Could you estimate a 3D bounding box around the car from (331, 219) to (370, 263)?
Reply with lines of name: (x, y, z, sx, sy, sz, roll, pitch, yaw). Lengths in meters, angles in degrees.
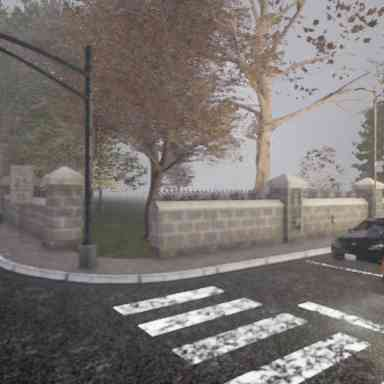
car: (6.507, 1.577, 11.198, 4.313, 1.339, 1.947, 0, 0, -36)

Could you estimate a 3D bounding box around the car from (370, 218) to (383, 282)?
car: (6.589, 1.361, 8.079, 4.553, 1.767, 2.097, 0, 0, -35)
